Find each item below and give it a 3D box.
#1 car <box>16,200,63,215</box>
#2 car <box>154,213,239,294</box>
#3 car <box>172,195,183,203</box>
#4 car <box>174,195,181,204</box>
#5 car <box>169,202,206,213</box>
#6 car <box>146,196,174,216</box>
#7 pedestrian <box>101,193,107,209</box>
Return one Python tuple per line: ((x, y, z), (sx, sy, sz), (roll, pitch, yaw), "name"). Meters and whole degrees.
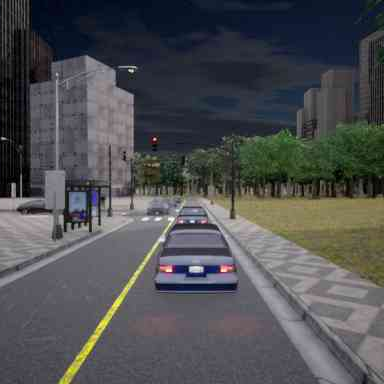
((-14.381, 1.478, 32.032), (4.674, 1.442, 1.812), (0, 0, 2), "car")
((0.084, 1.545, 8.952), (2.033, 1.411, 5.357), (0, 0, 0), "car")
((-3.108, 1.436, 71.375), (2.128, 1.511, 4.902), (0, 0, 0), "car")
((-3.144, 1.445, 47.521), (2.128, 1.511, 4.902), (0, 0, 0), "car")
((0.058, 1.538, 19.287), (2.033, 1.411, 5.357), (0, 0, 1), "car")
((-3.133, 1.331, 32.268), (2.097, 1.767, 4.553), (0, 0, 0), "car")
((-10.122, 1.051, 38.143), (0.375, 1.860, 0.375), (0, 0, 1), "pedestrian")
